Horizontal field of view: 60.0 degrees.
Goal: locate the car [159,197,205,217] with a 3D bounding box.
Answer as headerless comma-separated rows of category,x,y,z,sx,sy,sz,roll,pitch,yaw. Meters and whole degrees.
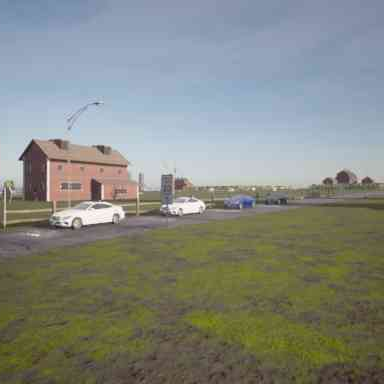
car,-0.687,1.168,27.401,1.812,1.442,4.674,1,1,36

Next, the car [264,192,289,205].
car,11.121,0.847,43.588,1.837,1.490,4.892,1,1,36

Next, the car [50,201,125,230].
car,-6.102,1.304,19.892,1.812,1.442,4.674,1,1,35

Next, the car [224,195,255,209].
car,5.170,1.020,35.459,1.812,1.442,4.674,1,1,36
